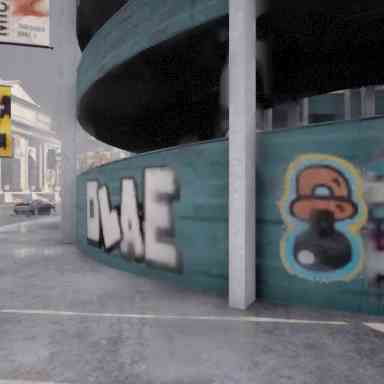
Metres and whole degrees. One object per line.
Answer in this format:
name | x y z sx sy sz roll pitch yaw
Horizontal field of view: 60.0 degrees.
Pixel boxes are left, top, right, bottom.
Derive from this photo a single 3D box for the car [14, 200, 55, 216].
car | -15.296 1.497 32.566 2.128 1.511 4.902 0 0 5
